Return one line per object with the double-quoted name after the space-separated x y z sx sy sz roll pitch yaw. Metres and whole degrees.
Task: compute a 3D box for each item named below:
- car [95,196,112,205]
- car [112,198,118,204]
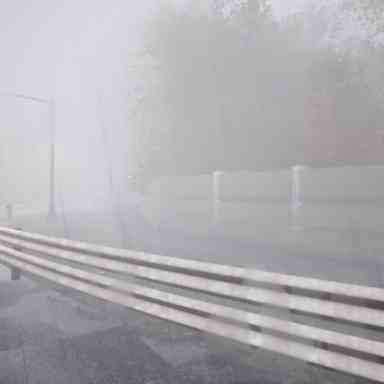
-18.527 1.662 68.610 2.097 1.767 4.553 0 0 -1 "car"
-18.686 2.072 78.154 2.128 1.511 4.902 0 0 -1 "car"
